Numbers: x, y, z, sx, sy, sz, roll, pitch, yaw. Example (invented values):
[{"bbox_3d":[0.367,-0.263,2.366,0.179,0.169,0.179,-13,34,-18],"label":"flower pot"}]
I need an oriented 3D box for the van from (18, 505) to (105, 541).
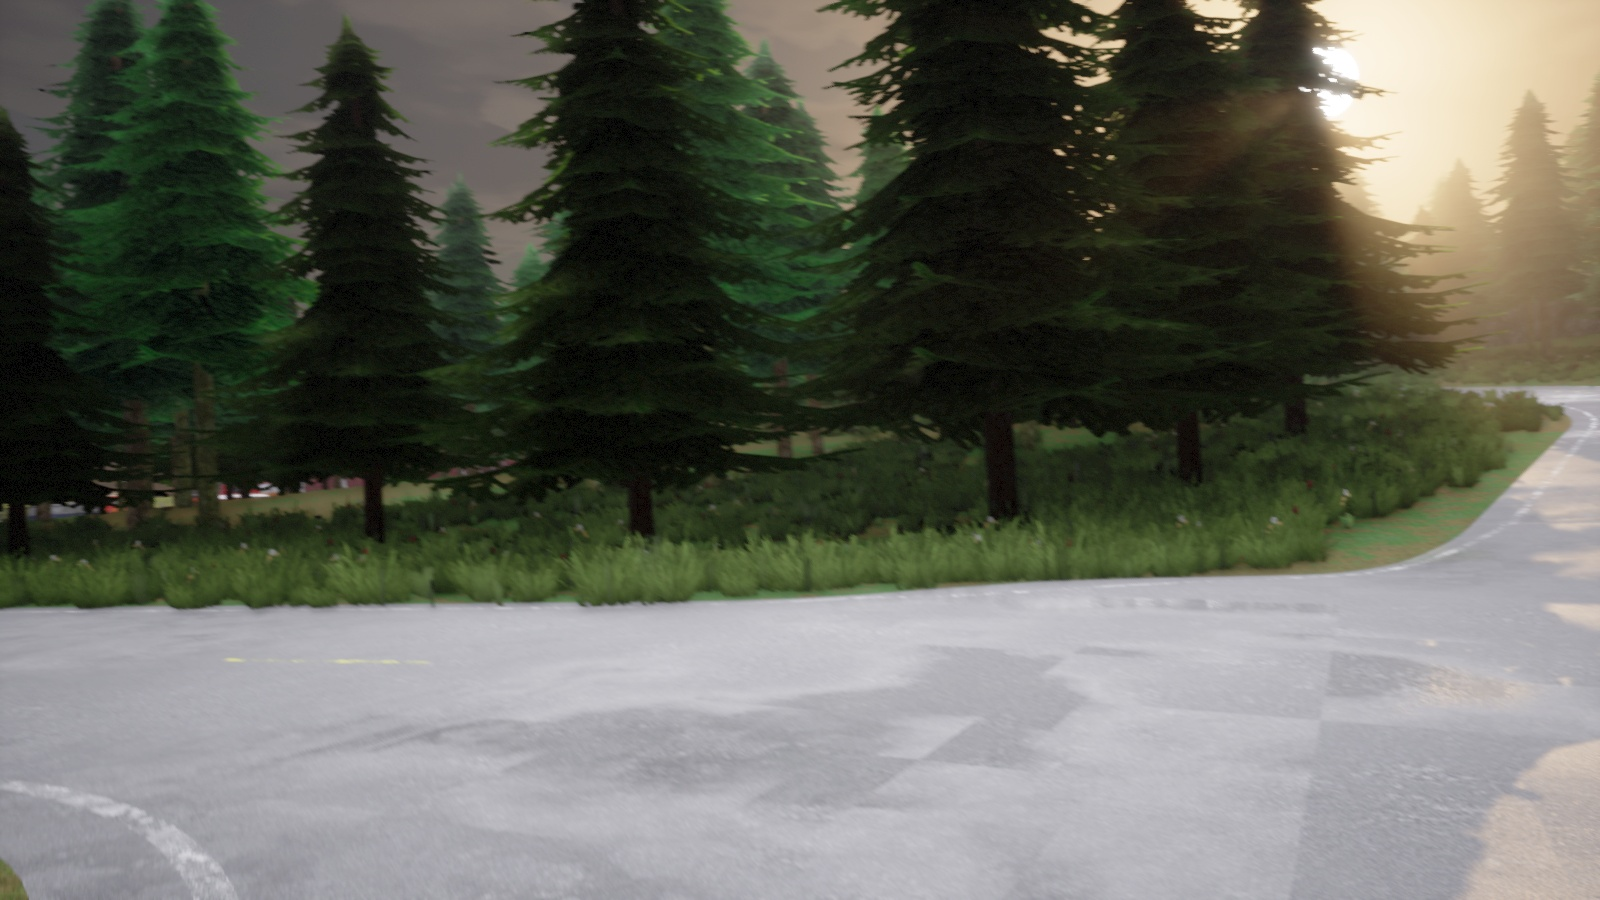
[{"bbox_3d":[-46.796,4.607,79.700,1.775,1.987,4.442,-4,-1,25],"label":"van"}]
